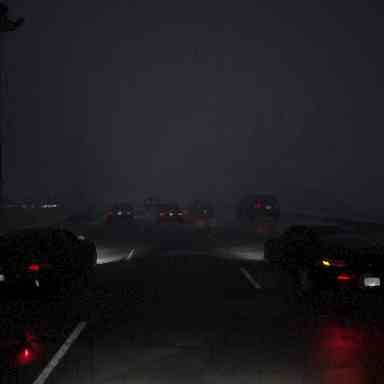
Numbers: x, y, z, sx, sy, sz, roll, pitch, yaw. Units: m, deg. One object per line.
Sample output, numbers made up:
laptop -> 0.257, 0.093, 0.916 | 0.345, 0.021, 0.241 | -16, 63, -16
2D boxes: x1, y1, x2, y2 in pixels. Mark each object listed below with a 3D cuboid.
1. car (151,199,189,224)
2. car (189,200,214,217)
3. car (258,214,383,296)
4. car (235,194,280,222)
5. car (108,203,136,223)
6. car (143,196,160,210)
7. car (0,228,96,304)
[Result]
car -> -1.758, 1.531, 24.810 | 2.033, 1.411, 5.357 | 0, 0, -8
car -> 0.763, 1.467, 31.164 | 2.128, 1.511, 4.902 | 0, 0, -9
car -> 3.264, 1.515, 8.541 | 1.812, 1.442, 4.674 | 0, 0, -3
car -> 5.081, 1.195, 26.347 | 2.150, 2.045, 5.566 | 0, 0, -8
car -> -5.424, 1.537, 25.776 | 2.033, 1.411, 5.357 | 0, 0, -8
car -> -4.932, 1.327, 41.659 | 2.097, 1.767, 4.553 | 0, 0, -13
car -> -3.730, 1.563, 8.172 | 1.994, 1.385, 4.181 | 0, 0, -3
